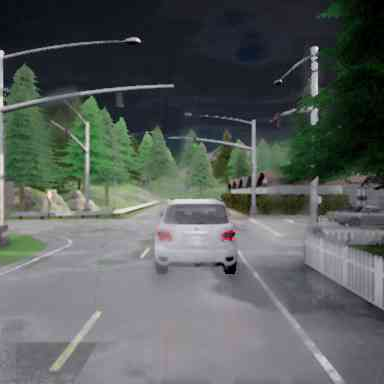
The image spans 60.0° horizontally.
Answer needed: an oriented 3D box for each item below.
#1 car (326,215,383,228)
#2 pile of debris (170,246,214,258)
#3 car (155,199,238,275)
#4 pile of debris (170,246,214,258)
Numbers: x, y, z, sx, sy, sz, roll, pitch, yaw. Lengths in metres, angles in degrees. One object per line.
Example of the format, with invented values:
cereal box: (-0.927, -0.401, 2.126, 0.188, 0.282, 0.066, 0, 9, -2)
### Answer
car: (10.645, 1.442, 19.767, 4.718, 1.301, 1.895, 0, 0, 3)
pile of debris: (0.003, 2.196, 12.293, 1.500, 0.140, 1.860, 0, 0, 0)
car: (0.099, 1.237, 10.621, 2.150, 2.045, 5.566, 0, 0, 0)
pile of debris: (0.003, 2.196, 12.293, 1.500, 0.140, 1.860, 0, 0, 0)
